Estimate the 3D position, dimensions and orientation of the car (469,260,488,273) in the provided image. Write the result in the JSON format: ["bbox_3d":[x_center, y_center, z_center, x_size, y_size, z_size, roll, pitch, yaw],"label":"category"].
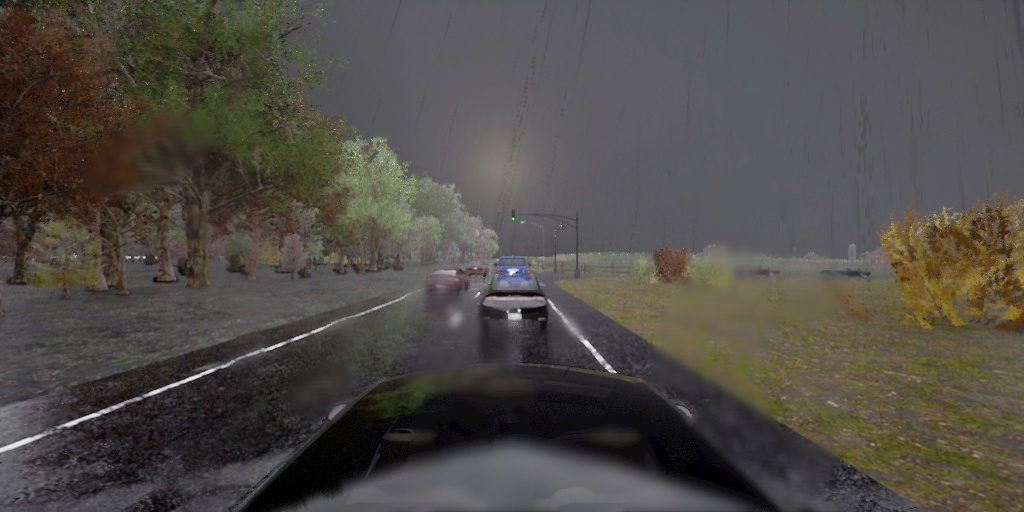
[{"bbox_3d":[-3.539,1.226,36.824,2.097,1.767,4.553,0,0,0],"label":"car"}]

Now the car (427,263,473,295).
[{"bbox_3d":[-3.467,1.340,19.986,1.812,1.442,4.674,0,0,0],"label":"car"}]

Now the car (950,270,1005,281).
[{"bbox_3d":[51.198,1.958,39.585,4.674,1.442,1.812,1,-1,1],"label":"car"}]

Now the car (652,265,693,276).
[{"bbox_3d":[19.221,1.661,43.238,4.892,1.490,1.837,1,-1,0],"label":"car"}]

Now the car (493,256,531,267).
[{"bbox_3d":[0.031,1.048,23.163,2.150,2.045,5.566,0,0,0],"label":"car"}]

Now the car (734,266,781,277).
[{"bbox_3d":[29.429,1.869,43.229,4.718,1.301,1.895,1,-1,0],"label":"car"}]

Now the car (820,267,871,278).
[{"bbox_3d":[40.083,1.985,43.213,4.718,1.301,1.895,1,-1,0],"label":"car"}]

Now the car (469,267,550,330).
[{"bbox_3d":[0.065,1.277,11.251,2.128,1.511,4.902,0,0,0],"label":"car"}]
